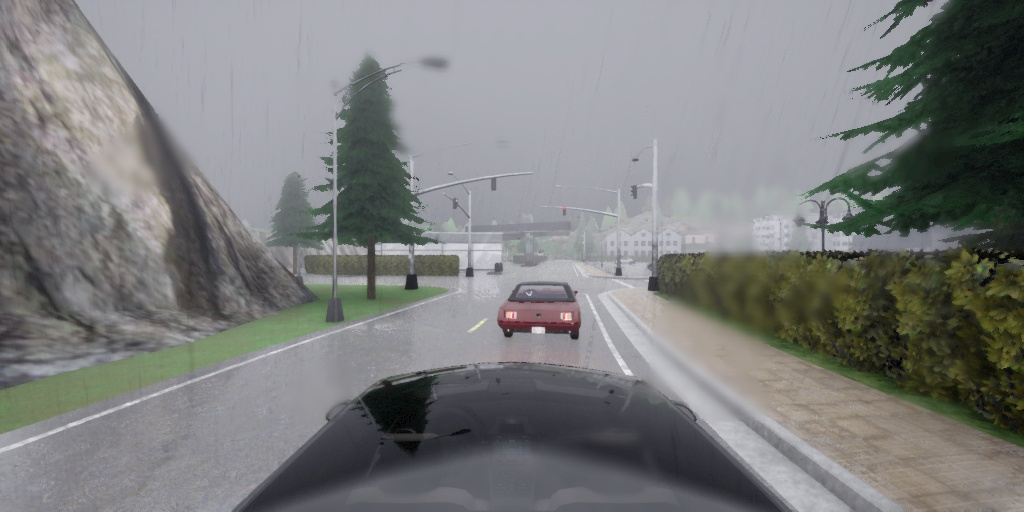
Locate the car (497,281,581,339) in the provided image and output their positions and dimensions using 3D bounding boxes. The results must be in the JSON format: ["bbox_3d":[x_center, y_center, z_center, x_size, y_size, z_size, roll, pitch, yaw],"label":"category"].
[{"bbox_3d":[0.912,1.351,10.109,1.895,1.301,4.718,0,0,8],"label":"car"}]
